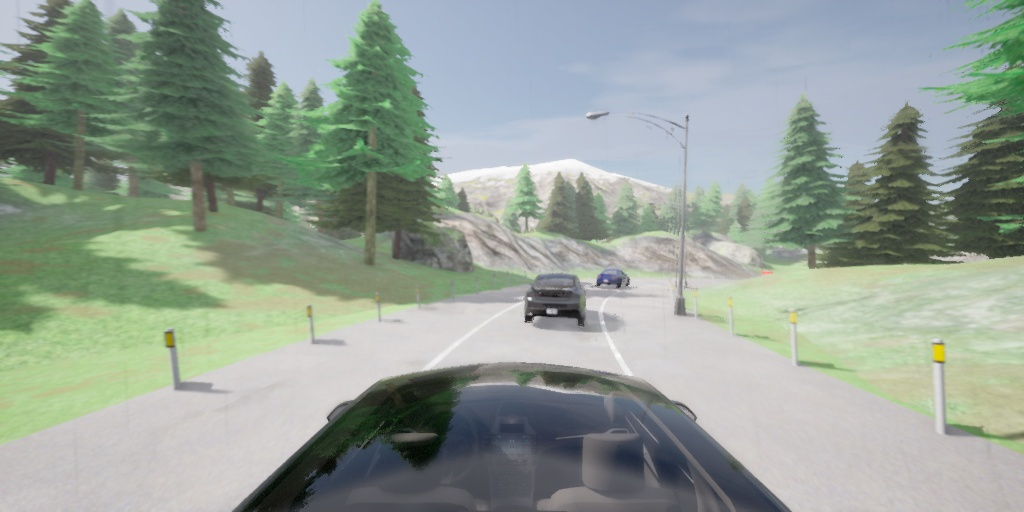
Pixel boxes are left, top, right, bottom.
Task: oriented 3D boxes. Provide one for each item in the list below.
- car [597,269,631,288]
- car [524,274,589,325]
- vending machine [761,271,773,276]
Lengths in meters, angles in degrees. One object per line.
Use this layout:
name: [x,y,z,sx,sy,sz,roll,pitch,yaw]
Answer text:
car: [8.178,1.753,28.855,1.812,1.442,4.674,2,0,30]
car: [1.597,1.343,12.361,1.837,1.490,4.892,1,-1,11]
vending machine: [31.848,2.881,45.108,0.880,2.100,1.100,0,0,-28]
